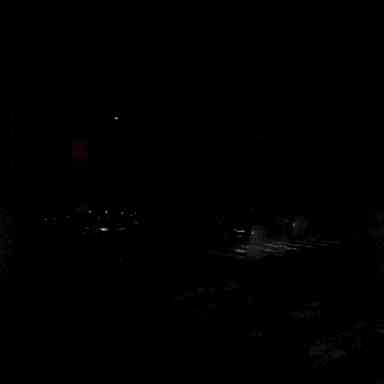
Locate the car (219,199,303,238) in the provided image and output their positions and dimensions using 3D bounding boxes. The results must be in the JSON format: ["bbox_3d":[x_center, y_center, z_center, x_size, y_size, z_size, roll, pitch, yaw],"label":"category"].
[{"bbox_3d":[3.717,1.447,19.541,2.150,2.045,5.566,0,-1,-36],"label":"car"}]

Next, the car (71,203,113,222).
[{"bbox_3d":[-9.943,1.935,32.770,2.097,1.767,4.553,0,-1,-36],"label":"car"}]

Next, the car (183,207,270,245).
[{"bbox_3d":[1.401,1.728,17.198,1.837,1.490,4.892,0,-1,-36],"label":"car"}]

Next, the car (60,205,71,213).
[{"bbox_3d":[-18.710,2.593,50.481,1.895,1.301,4.718,0,-1,-36],"label":"car"}]

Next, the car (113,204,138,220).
[{"bbox_3d":[-7.426,2.085,34.837,1.837,1.490,4.892,0,-1,-36],"label":"car"}]

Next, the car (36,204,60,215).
[{"bbox_3d":[-21.355,2.517,48.592,2.033,1.411,5.357,0,-1,-36],"label":"car"}]
